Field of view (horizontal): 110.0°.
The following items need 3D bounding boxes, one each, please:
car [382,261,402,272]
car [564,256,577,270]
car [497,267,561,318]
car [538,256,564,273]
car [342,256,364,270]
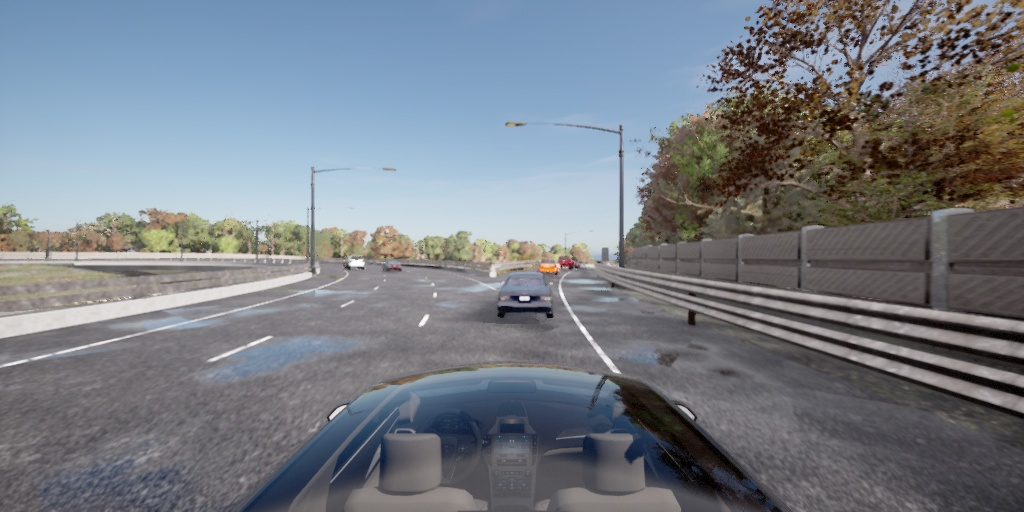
[{"bbox_3d":[-15.670,1.292,46.661,2.033,1.411,5.357,0,0,-27],"label":"car"},{"bbox_3d":[8.276,1.035,55.286,2.150,2.045,5.566,0,-2,15],"label":"car"},{"bbox_3d":[0.537,1.298,13.080,2.033,1.411,5.357,0,0,4],"label":"car"},{"bbox_3d":[4.102,1.106,38.782,2.097,1.767,4.553,0,0,12],"label":"car"},{"bbox_3d":[-23.438,0.963,53.158,2.150,2.045,5.566,0,0,-32],"label":"car"}]
